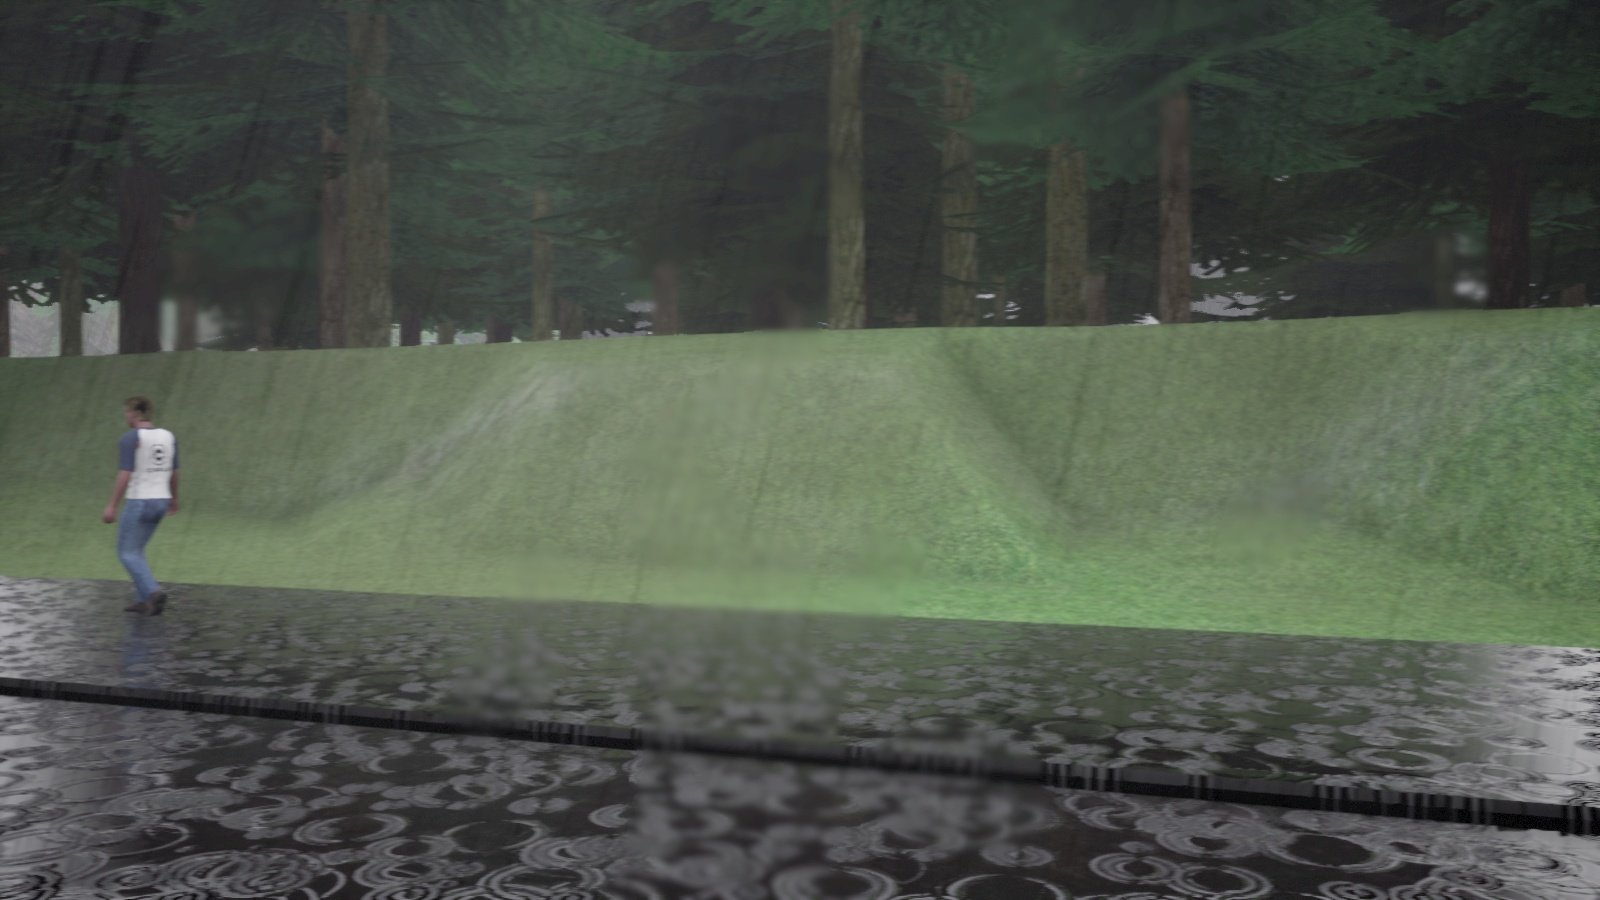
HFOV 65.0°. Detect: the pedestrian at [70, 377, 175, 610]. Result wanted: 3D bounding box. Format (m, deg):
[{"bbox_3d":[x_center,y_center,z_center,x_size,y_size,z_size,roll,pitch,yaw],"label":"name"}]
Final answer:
[{"bbox_3d":[-5.488,0.342,10.175,0.706,1.836,0.354,1,1,20],"label":"pedestrian"}]
